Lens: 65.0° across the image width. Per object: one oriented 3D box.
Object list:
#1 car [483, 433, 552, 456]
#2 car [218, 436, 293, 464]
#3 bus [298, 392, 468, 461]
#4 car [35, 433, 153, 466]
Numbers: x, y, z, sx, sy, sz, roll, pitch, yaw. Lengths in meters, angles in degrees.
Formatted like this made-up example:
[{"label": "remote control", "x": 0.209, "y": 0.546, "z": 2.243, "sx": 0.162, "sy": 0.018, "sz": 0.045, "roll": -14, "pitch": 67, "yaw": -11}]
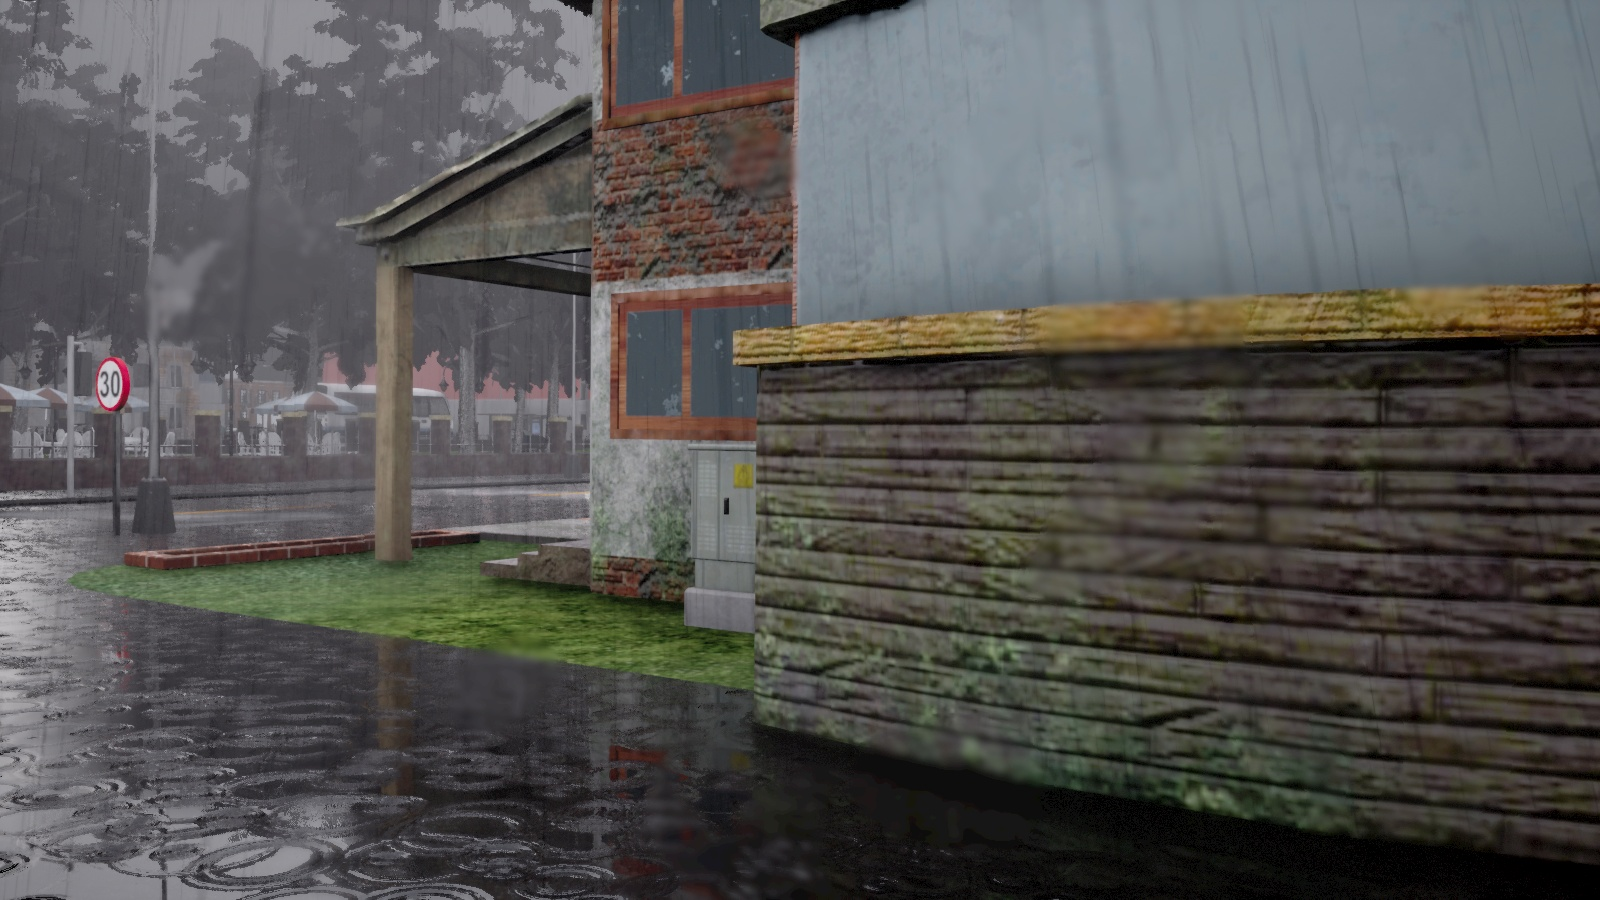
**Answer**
[{"label": "car", "x": -20.658, "y": -0.409, "z": 92.079, "sx": 2.033, "sy": 1.649, "sz": 4.856, "roll": 0, "pitch": 1, "yaw": 33}, {"label": "car", "x": -32.264, "y": -0.015, "z": 74.493, "sx": 1.789, "sy": 1.549, "sz": 3.705, "roll": 0, "pitch": 1, "yaw": 33}, {"label": "bus", "x": -27.106, "y": -1.524, "z": 82.317, "sx": 3.944, "sy": 4.253, "sz": 10.273, "roll": 0, "pitch": 1, "yaw": 33}, {"label": "car", "x": -37.409, "y": -0.062, "z": 66.681, "sx": 2.152, "sy": 1.651, "sz": 5.027, "roll": 0, "pitch": 1, "yaw": 33}]
